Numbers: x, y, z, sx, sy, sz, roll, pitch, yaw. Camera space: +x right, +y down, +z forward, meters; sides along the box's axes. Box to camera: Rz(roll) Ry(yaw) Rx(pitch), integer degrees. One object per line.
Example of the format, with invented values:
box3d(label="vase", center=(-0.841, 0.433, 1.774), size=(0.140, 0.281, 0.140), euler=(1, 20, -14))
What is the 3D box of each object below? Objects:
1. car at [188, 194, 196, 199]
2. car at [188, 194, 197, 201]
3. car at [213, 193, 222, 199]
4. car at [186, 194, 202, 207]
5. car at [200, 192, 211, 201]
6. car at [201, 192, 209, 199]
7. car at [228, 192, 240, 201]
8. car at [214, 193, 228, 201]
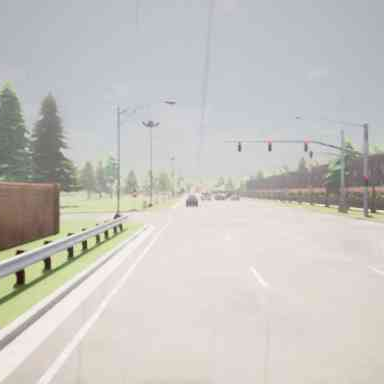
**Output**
box3d(label="car", center=(0.013, 1.222, 91.578), size=(2.033, 1.411, 5.357), euler=(0, 0, 0))
box3d(label="car", center=(0.012, 1.384, 81.159), size=(2.128, 1.511, 4.902), euler=(0, 0, 0))
box3d(label="car", center=(7.013, 1.160, 91.577), size=(1.882, 1.535, 5.008), euler=(0, 0, 0))
box3d(label="car", center=(0.007, 1.409, 50.546), size=(2.128, 1.511, 4.902), euler=(0, 0, 0))
box3d(label="car", center=(3.512, 1.083, 81.188), size=(2.150, 2.045, 5.566), euler=(0, 0, 0))
box3d(label="car", center=(3.513, 0.907, 91.607), size=(2.150, 2.045, 5.566), euler=(0, 0, 0))
box3d(label="car", center=(10.512, 1.336, 81.157), size=(1.882, 1.535, 5.008), euler=(0, 0, 0))
box3d(label="car", center=(7.012, 1.411, 81.574), size=(1.994, 1.385, 4.181), euler=(0, 0, 0))
